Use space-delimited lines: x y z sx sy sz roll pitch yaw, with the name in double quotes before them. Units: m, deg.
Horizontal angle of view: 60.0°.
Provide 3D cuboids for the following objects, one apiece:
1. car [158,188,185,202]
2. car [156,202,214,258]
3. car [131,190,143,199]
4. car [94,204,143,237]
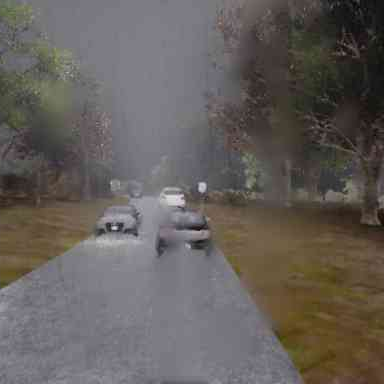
"car" -1.948 0.630 31.182 2.150 2.045 5.566 1 1 -7
"car" -0.298 1.378 12.323 2.128 1.511 4.902 0 1 -3
"car" -9.519 0.336 56.992 2.128 1.511 4.902 1 1 -13
"car" -3.501 1.324 16.443 1.994 1.385 4.181 1 1 -4
